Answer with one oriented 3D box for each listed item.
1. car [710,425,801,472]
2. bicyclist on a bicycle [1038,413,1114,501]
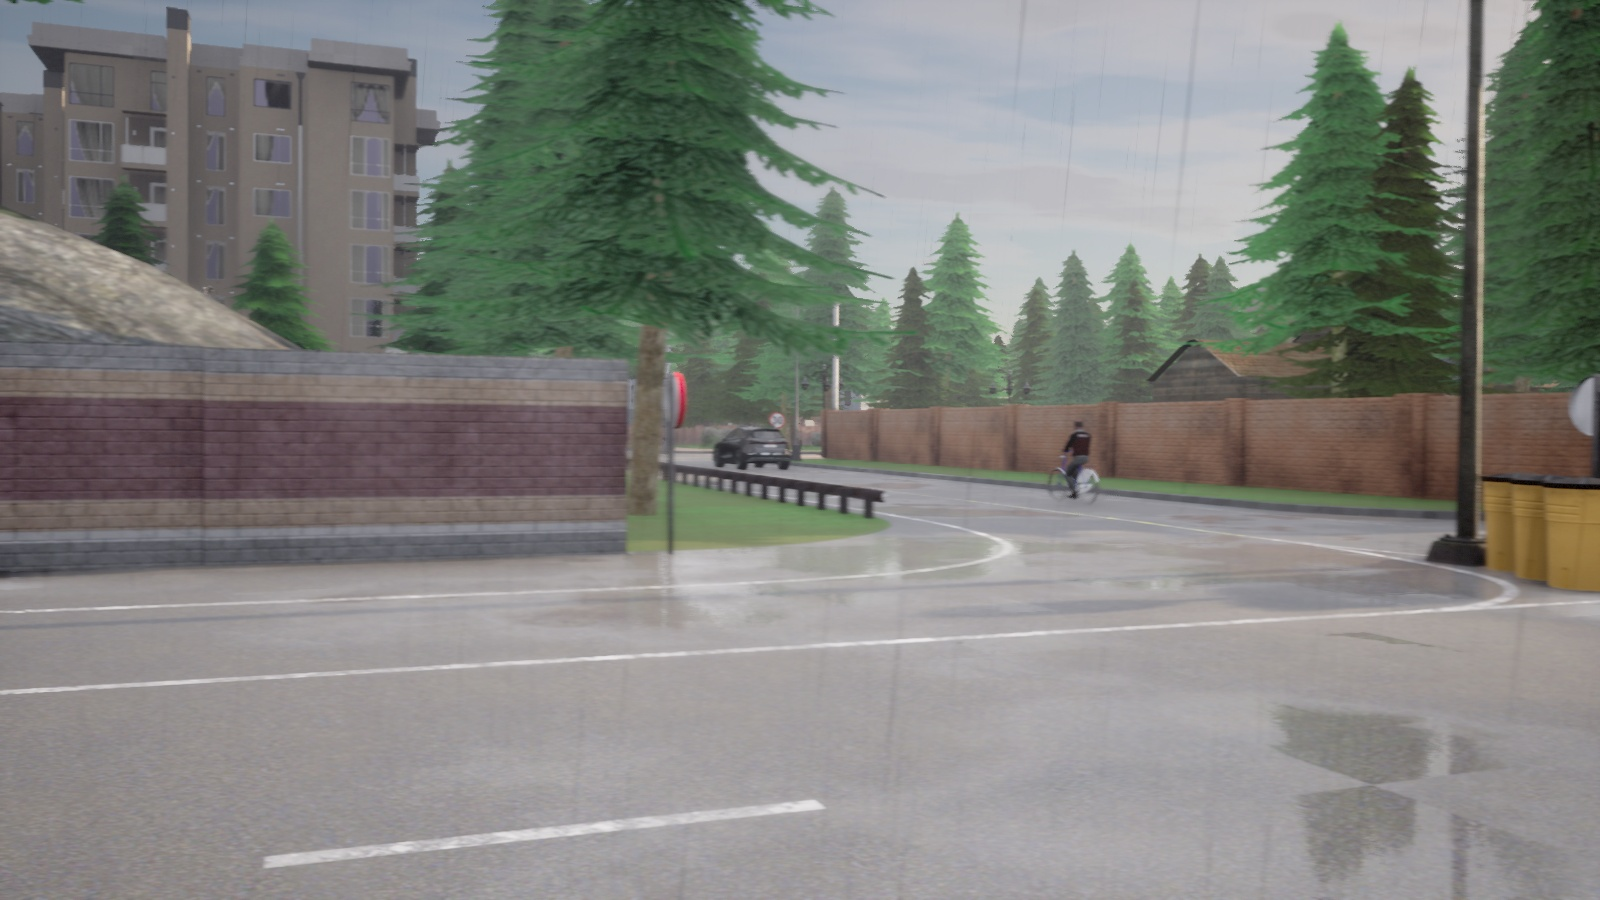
[{"bbox_3d":[-1.751,-0.073,47.377,2.033,1.649,4.856,-1,1,-20],"label":"car"},{"bbox_3d":[5.827,0.125,26.567,0.659,1.776,1.843,-1,1,-21],"label":"bicyclist on a bicycle"}]
